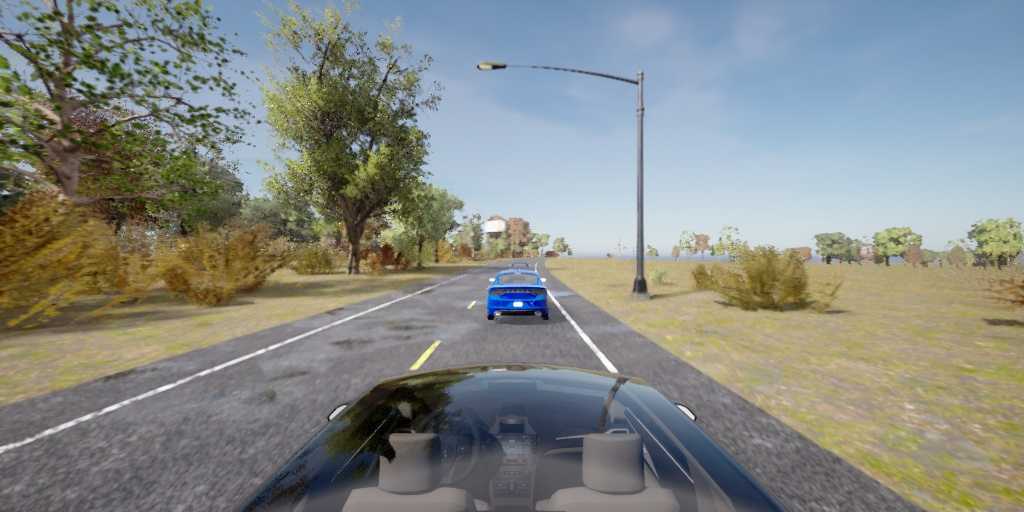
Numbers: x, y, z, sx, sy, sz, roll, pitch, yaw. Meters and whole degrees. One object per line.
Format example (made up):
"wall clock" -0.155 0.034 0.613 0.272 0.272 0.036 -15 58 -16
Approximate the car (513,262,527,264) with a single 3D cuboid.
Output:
"car" 0.696 1.203 30.931 1.994 1.385 4.181 0 0 2

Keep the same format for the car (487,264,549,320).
"car" 0.206 1.212 12.675 1.882 1.535 5.008 0 0 1
